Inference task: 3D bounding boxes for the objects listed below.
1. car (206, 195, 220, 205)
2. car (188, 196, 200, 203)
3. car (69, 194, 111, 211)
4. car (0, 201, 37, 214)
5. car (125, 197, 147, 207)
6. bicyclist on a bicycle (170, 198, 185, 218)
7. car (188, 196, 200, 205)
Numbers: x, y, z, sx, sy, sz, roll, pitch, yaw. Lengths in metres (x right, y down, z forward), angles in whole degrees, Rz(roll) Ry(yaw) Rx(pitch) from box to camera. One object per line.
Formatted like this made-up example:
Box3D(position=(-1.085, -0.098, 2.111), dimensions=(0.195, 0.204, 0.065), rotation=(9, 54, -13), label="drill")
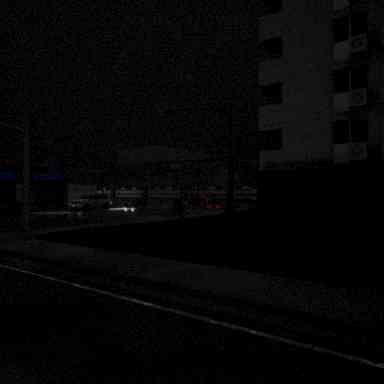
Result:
Box3D(position=(3.882, 1.526, 58.485), dimensions=(1.812, 1.442, 4.674), rotation=(0, 0, 4), label="car")
Box3D(position=(0.354, 1.564, 67.487), dimensions=(1.994, 1.385, 4.181), rotation=(0, 0, -8), label="car")
Box3D(position=(-12.335, 1.221, 40.738), dimensions=(2.150, 2.045, 5.566), rotation=(0, 0, 29), label="car")
Box3D(position=(-17.921, 1.601, 32.486), dimensions=(1.895, 1.301, 4.718), rotation=(0, 0, 35), label="car")
Box3D(position=(-8.387, 1.491, 50.014), dimensions=(2.128, 1.511, 4.902), rotation=(0, 0, 15), label="car")
Box3D(position=(-1.204, 1.300, 27.316), dimensions=(1.656, 1.620, 0.582), rotation=(0, 0, 36), label="bicyclist on a bicycle")
Box3D(position=(0.410, 1.564, 59.076), dimensions=(1.994, 1.385, 4.181), rotation=(0, 0, 4), label="car")
